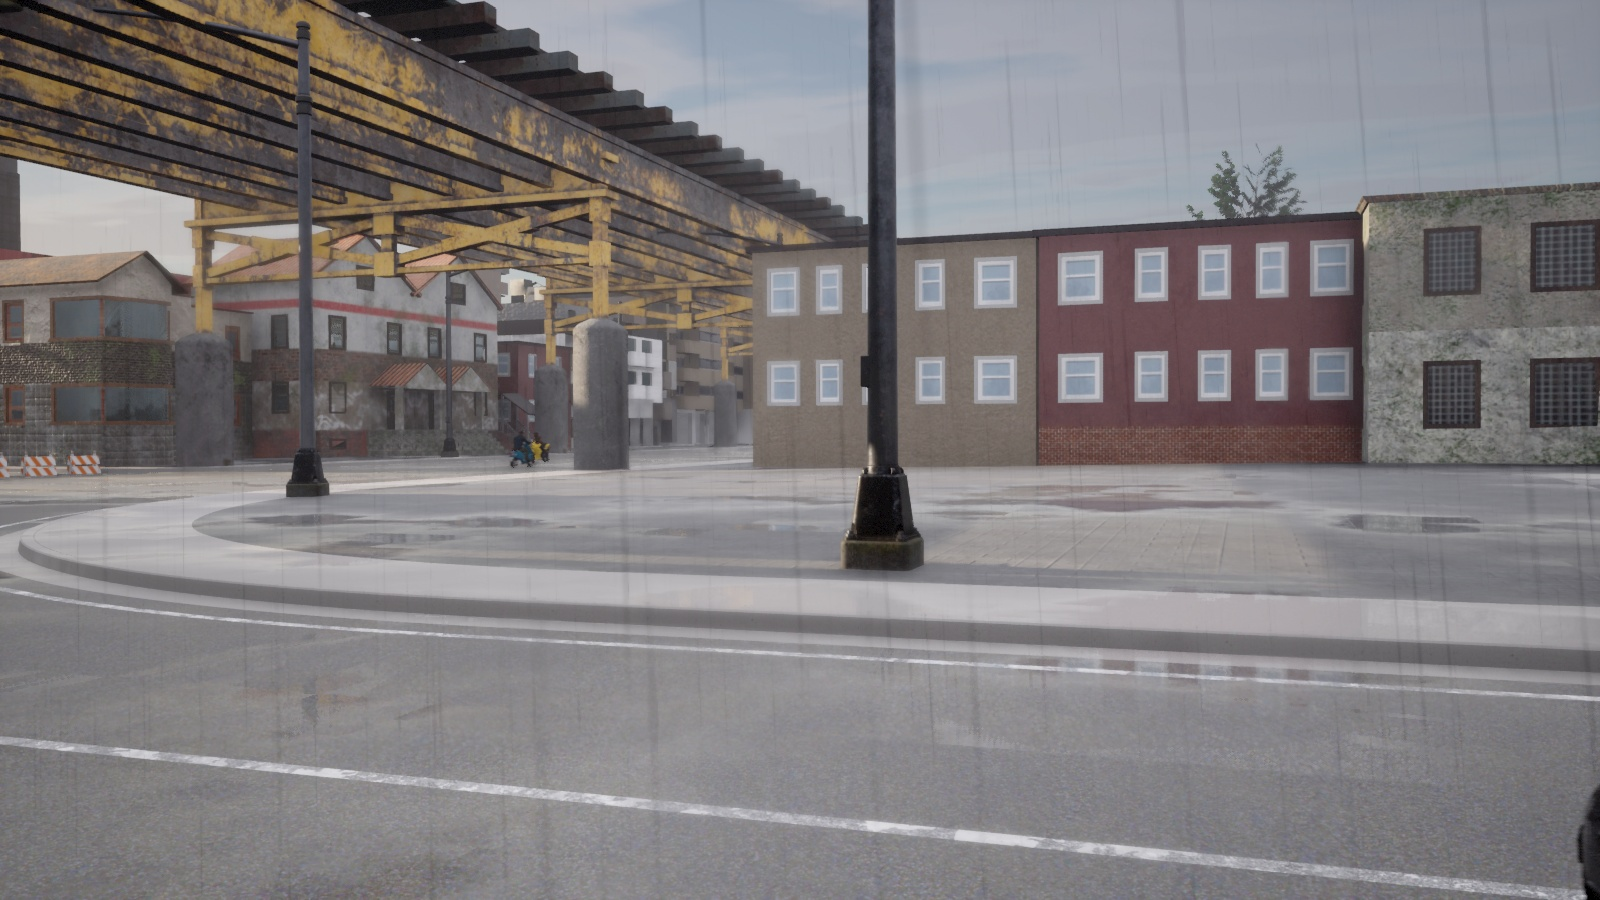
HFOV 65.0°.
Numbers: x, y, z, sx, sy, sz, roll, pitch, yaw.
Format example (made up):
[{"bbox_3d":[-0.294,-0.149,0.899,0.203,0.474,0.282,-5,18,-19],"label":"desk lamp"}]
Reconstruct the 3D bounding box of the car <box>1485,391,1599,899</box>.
[{"bbox_3d":[3.530,0.706,2.013,3.988,1.617,1.851,1,1,18],"label":"car"}]

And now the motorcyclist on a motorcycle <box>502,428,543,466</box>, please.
[{"bbox_3d":[-11.841,-0.123,53.587,0.866,1.590,1.817,1,1,20],"label":"motorcyclist on a motorcycle"}]

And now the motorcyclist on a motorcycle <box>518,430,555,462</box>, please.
[{"bbox_3d":[-12.836,-0.220,61.216,0.797,1.523,2.044,1,1,20],"label":"motorcyclist on a motorcycle"}]
